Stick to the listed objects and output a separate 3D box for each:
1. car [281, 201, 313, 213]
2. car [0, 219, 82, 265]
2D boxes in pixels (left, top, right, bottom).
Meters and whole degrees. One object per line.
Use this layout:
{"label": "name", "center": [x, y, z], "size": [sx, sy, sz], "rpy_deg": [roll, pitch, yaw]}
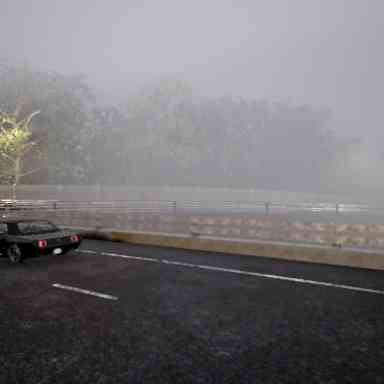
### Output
{"label": "car", "center": [13.945, 2.009, 44.274], "size": [4.892, 1.490, 1.837], "rpy_deg": [3, -1, -26]}
{"label": "car", "center": [-6.226, 1.603, 11.700], "size": [4.718, 1.301, 1.895], "rpy_deg": [0, 0, 29]}
